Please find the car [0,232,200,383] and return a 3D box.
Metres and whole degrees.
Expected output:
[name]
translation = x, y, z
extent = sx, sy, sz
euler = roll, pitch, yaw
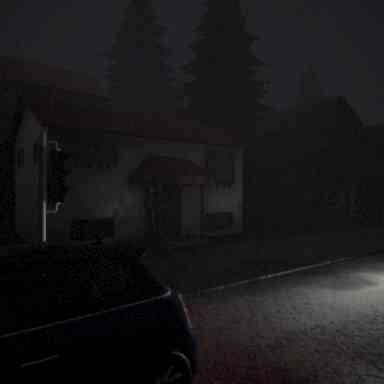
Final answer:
[car]
translation = -2.185, 1.352, 3.007
extent = 4.553, 1.767, 2.097
euler = 0, 0, -37
